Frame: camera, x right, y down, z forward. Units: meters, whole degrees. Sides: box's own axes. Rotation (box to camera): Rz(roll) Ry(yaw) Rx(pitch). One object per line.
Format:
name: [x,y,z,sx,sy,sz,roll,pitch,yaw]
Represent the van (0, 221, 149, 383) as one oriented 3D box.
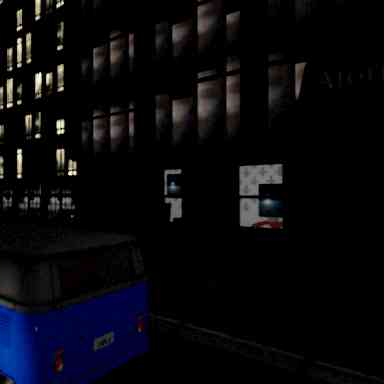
van: [-2.442,1.353,4.613,3.998,1.788,1.690,0,0,35]
